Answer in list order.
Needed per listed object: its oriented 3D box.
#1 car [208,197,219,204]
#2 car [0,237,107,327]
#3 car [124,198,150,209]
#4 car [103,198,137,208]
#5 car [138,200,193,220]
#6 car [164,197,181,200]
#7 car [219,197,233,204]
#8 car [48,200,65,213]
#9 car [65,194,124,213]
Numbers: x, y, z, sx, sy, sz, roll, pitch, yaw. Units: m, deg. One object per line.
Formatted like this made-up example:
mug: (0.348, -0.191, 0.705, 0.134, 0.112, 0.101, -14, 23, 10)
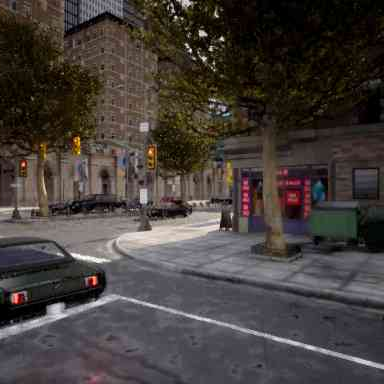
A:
car: (4.840, 1.565, 63.388, 1.994, 1.385, 4.181, 0, 0, 36)
car: (-3.863, 1.602, 6.869, 4.718, 1.301, 1.895, 0, 0, 42)
car: (-7.332, 1.526, 46.606, 1.812, 1.442, 4.674, 0, 0, 36)
car: (-10.277, 1.595, 47.932, 1.895, 1.301, 4.718, 0, 0, 36)
car: (-2.025, 1.601, 28.406, 1.895, 1.301, 4.718, 0, 0, 38)
car: (-2.933, 1.478, 46.745, 1.882, 1.535, 5.008, 0, 0, 36)
car: (7.358, 1.601, 60.901, 1.895, 1.301, 4.718, 0, 0, 36)
car: (-13.771, 1.547, 37.695, 2.033, 1.411, 5.357, 0, 0, 36)
car: (-10.506, 1.221, 36.241, 2.150, 2.045, 5.566, 0, 0, 36)
